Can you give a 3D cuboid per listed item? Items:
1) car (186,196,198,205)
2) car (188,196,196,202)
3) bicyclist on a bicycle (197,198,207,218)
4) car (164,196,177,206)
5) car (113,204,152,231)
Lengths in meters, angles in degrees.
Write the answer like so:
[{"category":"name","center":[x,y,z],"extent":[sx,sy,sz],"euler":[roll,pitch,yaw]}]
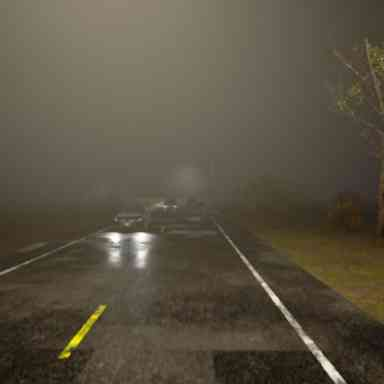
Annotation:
[{"category":"car","center":[0.018,1.562,59.792],"extent":[1.994,1.385,4.181],"euler":[0,0,1]},{"category":"car","center":[-0.005,1.589,75.632],"extent":[1.895,1.301,4.718],"euler":[0,0,0]},{"category":"bicyclist on a bicycle","center":[0.960,1.369,28.704],"extent":[0.659,1.776,1.843],"euler":[0,1,0]},{"category":"car","center":[-3.545,1.475,55.236],"extent":[1.882,1.535,5.008],"euler":[0,0,1]},{"category":"car","center":[-3.603,1.525,20.772],"extent":[1.812,1.442,4.674],"euler":[0,0,0]}]
